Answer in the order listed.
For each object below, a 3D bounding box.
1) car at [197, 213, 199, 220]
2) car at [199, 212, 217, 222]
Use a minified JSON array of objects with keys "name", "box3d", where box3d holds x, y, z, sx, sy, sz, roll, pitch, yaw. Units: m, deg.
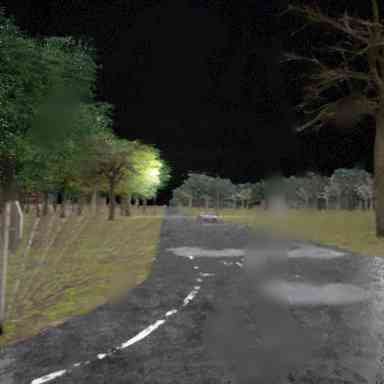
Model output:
[{"name":"car","box3d":[1.868,4.071,56.981,1.895,1.301,4.718,1,-3,-4]},{"name":"car","box3d":[2.532,3.642,48.914,1.895,1.301,4.718,1,-3,-3]}]
